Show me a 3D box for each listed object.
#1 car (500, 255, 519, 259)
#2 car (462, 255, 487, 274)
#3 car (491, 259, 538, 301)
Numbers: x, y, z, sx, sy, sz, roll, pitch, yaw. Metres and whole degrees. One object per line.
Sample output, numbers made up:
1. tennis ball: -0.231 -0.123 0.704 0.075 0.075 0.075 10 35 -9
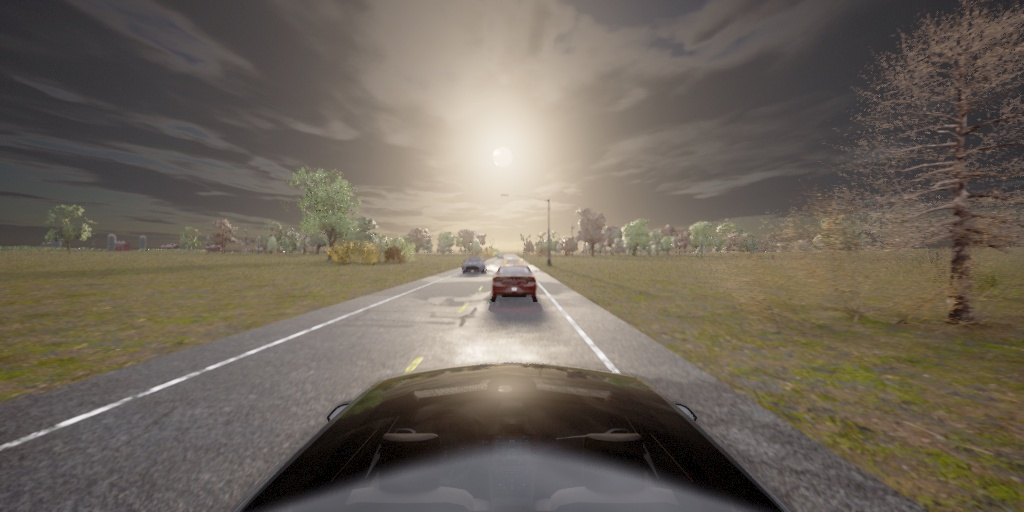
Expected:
1. car: 0.076 0.909 34.188 1.882 1.535 5.008 0 1 0
2. car: -3.603 0.776 34.830 2.097 1.767 4.553 0 1 0
3. car: 0.088 1.086 16.224 1.882 1.535 5.008 0 1 0
